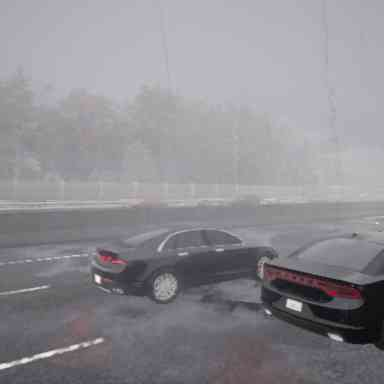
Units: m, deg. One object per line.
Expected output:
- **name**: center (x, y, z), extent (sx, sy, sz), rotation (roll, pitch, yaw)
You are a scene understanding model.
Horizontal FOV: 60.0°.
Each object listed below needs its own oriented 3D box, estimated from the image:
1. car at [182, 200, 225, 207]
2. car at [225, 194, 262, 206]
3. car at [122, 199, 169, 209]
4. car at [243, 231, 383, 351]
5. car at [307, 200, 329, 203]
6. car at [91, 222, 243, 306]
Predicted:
- **car**: center (0.474, 1.563, 30.110), extent (4.181, 1.385, 1.994), rotation (0, 0, -35)
- **car**: center (5.531, 1.223, 38.025), extent (5.566, 2.045, 2.150), rotation (0, 0, -35)
- **car**: center (-4.854, 1.475, 34.917), extent (5.008, 1.535, 1.882), rotation (0, 0, -35)
- **car**: center (3.483, 1.475, 6.229), extent (5.008, 1.535, 1.882), rotation (0, 0, -36)
- **car**: center (13.142, 1.556, 34.857), extent (5.357, 1.411, 2.033), rotation (0, 0, -35)
- **car**: center (0.085, 1.502, 8.107), extent (4.892, 1.490, 1.837), rotation (0, 0, -36)
